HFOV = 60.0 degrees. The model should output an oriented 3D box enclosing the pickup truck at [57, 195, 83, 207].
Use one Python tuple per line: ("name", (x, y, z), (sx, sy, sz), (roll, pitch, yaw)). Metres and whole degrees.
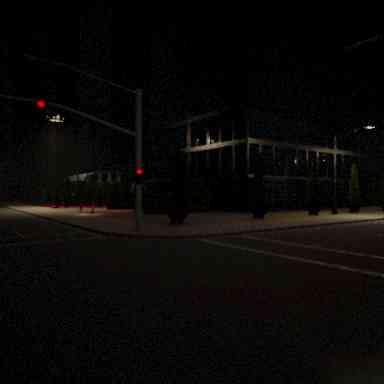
("pickup truck", (-17.845, 1.063, 48.885), (2.390, 2.098, 6.274), (0, 0, -6))
